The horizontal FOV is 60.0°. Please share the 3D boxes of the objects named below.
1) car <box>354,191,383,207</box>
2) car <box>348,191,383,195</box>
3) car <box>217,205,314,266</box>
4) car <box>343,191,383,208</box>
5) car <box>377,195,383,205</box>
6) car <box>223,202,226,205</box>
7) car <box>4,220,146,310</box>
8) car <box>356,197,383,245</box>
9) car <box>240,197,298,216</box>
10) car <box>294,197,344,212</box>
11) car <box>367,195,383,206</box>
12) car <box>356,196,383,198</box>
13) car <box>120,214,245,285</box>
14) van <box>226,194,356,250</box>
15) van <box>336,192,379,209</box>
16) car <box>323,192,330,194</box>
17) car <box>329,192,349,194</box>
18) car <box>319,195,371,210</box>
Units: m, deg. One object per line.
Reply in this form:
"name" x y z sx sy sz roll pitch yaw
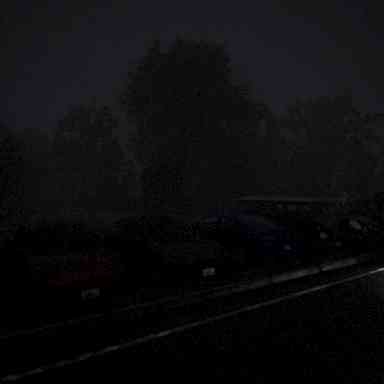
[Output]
"car" 25.089 0.915 44.486 2.435 2.045 5.566 -1 0 -36
"car" 12.680 1.080 19.530 2.435 2.045 5.566 0 0 -36
"car" 1.268 1.423 11.396 2.097 1.535 5.008 0 0 -36
"car" 22.798 0.938 42.917 2.435 2.045 5.566 0 0 -36
"car" 29.613 1.144 47.720 2.163 1.488 4.792 -1 0 -36
"car" 4.750 1.336 29.981 2.231 1.521 4.892 0 0 -36
"car" -3.279 1.489 8.115 2.163 1.488 4.792 0 0 -36
"car" 5.806 1.261 14.687 2.185 1.767 4.553 0 0 -36
"car" 7.120 1.314 31.441 1.946 1.575 5.366 0 0 -36
"car" 13.802 1.292 36.413 2.163 1.488 4.792 0 0 -36
"car" 27.315 1.170 46.148 2.163 1.488 4.792 -1 0 -36
"car" 8.122 1.242 16.267 2.185 1.767 4.553 0 0 -36
"car" -0.998 1.471 9.746 2.163 1.488 4.792 0 0 -36
"van" 3.611 1.179 12.935 1.878 1.987 4.442 0 0 -36
"van" 20.488 0.982 41.374 1.878 1.987 4.442 0 0 -36
"car" 11.508 1.155 34.845 2.185 1.767 4.553 0 0 -36
"car" 16.025 0.993 38.073 2.435 2.045 5.566 0 0 -36
"car" 18.193 1.223 39.817 1.946 1.575 5.366 0 0 -36
